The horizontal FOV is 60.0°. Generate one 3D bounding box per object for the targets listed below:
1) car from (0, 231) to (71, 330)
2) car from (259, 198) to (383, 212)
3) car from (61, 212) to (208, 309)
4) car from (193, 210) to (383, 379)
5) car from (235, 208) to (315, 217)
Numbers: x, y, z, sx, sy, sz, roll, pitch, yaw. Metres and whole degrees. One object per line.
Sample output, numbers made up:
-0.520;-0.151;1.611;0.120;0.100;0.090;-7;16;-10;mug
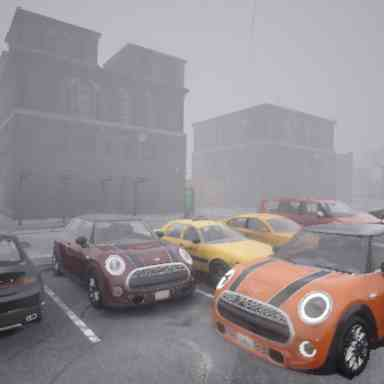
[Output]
-4.214;1.481;6.432;2.231;1.521;4.892;0;0;-35;car
4.871;1.257;12.868;2.435;2.045;5.566;0;0;-35;car
-1.866;1.362;8.149;2.185;1.767;4.553;0;0;-35;car
2.526;1.365;5.659;4.553;1.767;2.097;0;0;-35;car
2.583;1.501;11.282;2.097;1.535;5.008;0;0;-35;car
